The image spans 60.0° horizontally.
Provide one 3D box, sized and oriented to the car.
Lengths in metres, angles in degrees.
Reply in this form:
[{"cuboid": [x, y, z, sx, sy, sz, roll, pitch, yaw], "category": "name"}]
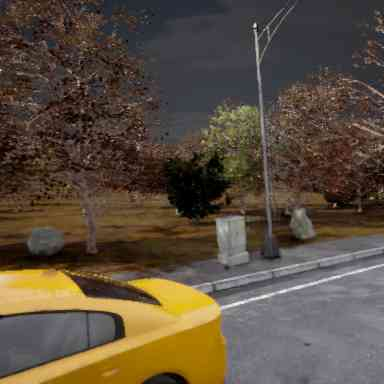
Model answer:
[{"cuboid": [-1.986, 1.478, 2.582, 5.008, 1.535, 1.882, 0, 0, -36], "category": "car"}]
